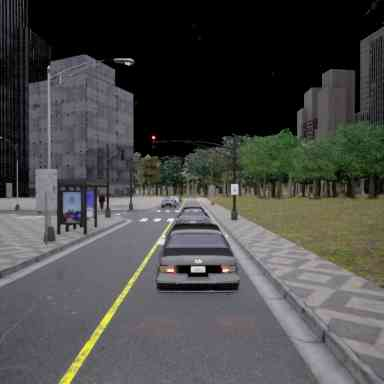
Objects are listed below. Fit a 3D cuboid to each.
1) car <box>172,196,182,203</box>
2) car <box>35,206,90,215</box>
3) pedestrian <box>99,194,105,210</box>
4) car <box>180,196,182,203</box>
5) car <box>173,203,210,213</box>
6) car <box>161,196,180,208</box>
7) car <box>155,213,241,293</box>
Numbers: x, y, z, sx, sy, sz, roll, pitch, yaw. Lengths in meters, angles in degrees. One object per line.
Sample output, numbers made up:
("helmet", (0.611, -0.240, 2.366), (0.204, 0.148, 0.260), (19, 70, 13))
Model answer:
("car", (-3.076, 1.514, 69.367), (1.895, 1.301, 4.718), (0, 0, 0))
("car", (-11.968, 1.559, 31.252), (4.718, 1.301, 1.895), (0, 1, -2))
("pedestrian", (-10.108, 1.051, 37.307), (0.375, 1.860, 0.375), (0, 0, 1))
("car", (-3.123, 1.463, 56.743), (1.812, 1.442, 4.674), (0, 0, 0))
("car", (0.071, 1.554, 19.239), (1.994, 1.385, 4.181), (0, 0, 0))
("car", (-3.129, 1.519, 45.811), (1.994, 1.385, 4.181), (0, 0, -1))
("car", (0.094, 1.545, 8.961), (2.033, 1.411, 5.357), (0, 0, -1))
